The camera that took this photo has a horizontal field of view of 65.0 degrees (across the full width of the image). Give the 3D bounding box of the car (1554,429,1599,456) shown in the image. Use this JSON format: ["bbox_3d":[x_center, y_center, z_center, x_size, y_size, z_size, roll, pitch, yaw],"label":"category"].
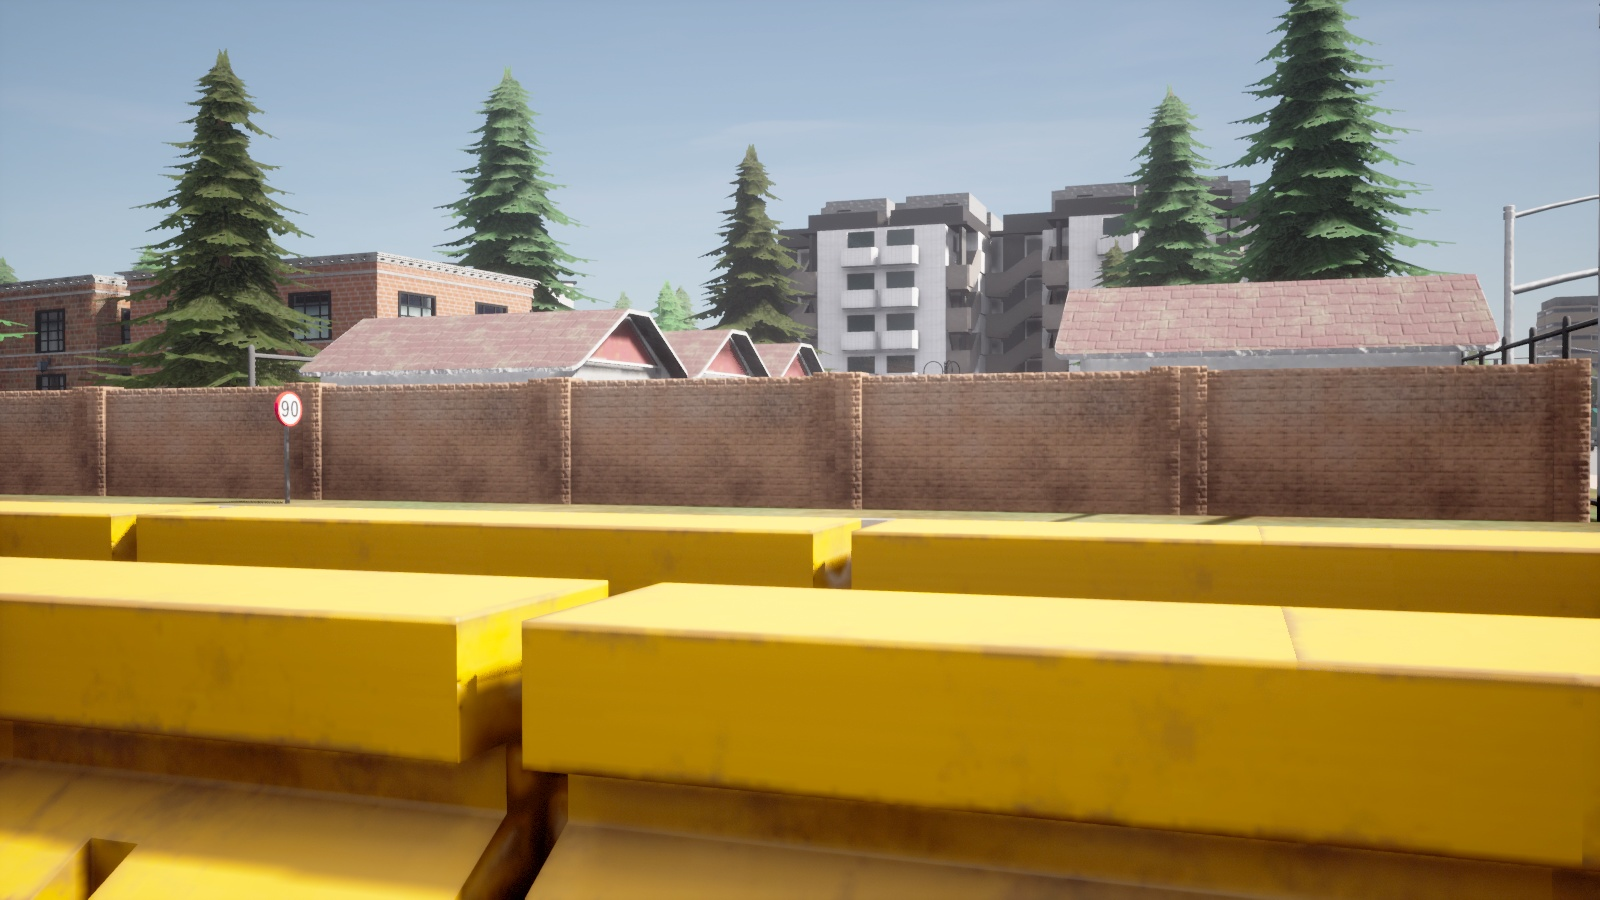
[{"bbox_3d":[50.152,-0.497,80.589,2.152,1.651,5.027,1,1,20],"label":"car"}]
